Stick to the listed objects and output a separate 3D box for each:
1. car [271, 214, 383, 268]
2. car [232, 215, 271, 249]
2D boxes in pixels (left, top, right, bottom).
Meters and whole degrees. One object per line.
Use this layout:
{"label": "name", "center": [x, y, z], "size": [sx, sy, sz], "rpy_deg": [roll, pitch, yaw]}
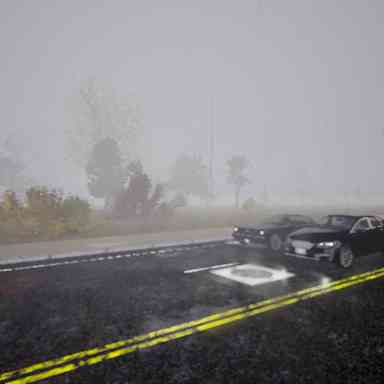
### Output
{"label": "car", "center": [5.276, 1.525, 11.484], "size": [4.902, 1.511, 2.128], "rpy_deg": [0, 0, -36]}
{"label": "car", "center": [4.002, 1.642, 14.568], "size": [4.718, 1.301, 1.895], "rpy_deg": [0, 0, -36]}
